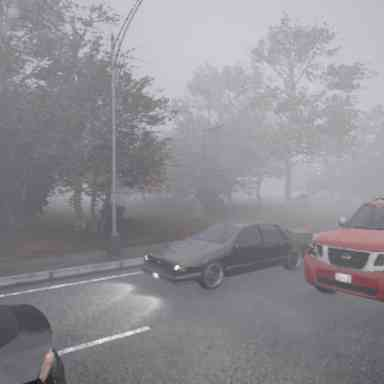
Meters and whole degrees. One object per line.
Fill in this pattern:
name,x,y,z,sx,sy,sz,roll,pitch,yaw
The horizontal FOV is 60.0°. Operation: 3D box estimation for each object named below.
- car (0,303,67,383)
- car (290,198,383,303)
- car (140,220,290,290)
car,-3.217,1.528,1.658,4.902,1.511,2.128,-1,0,-36
car,4.948,1.161,7.618,5.566,2.045,2.150,-1,0,-36
car,1.307,1.524,9.291,5.357,1.411,2.033,-1,0,-36
